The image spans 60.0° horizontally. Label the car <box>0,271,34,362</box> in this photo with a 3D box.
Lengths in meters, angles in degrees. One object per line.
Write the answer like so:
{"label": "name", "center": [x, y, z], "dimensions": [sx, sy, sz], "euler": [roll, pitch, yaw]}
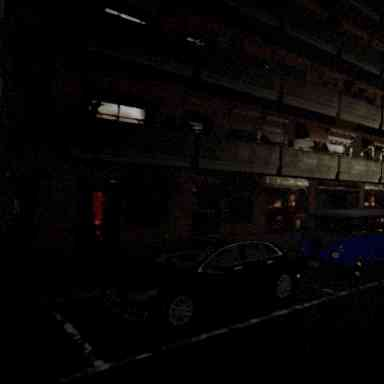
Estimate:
{"label": "car", "center": [-4.091, 1.557, 3.625], "dimensions": [4.313, 1.339, 1.947], "euler": [1, 1, -36]}

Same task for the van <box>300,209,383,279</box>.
{"label": "van", "center": [4.975, 1.418, 10.100], "dimensions": [3.998, 1.788, 1.690], "euler": [1, 1, -36]}

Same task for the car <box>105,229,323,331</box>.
{"label": "car", "center": [0.440, 1.584, 6.864], "dimensions": [4.403, 1.369, 2.008], "euler": [1, 1, -36]}
